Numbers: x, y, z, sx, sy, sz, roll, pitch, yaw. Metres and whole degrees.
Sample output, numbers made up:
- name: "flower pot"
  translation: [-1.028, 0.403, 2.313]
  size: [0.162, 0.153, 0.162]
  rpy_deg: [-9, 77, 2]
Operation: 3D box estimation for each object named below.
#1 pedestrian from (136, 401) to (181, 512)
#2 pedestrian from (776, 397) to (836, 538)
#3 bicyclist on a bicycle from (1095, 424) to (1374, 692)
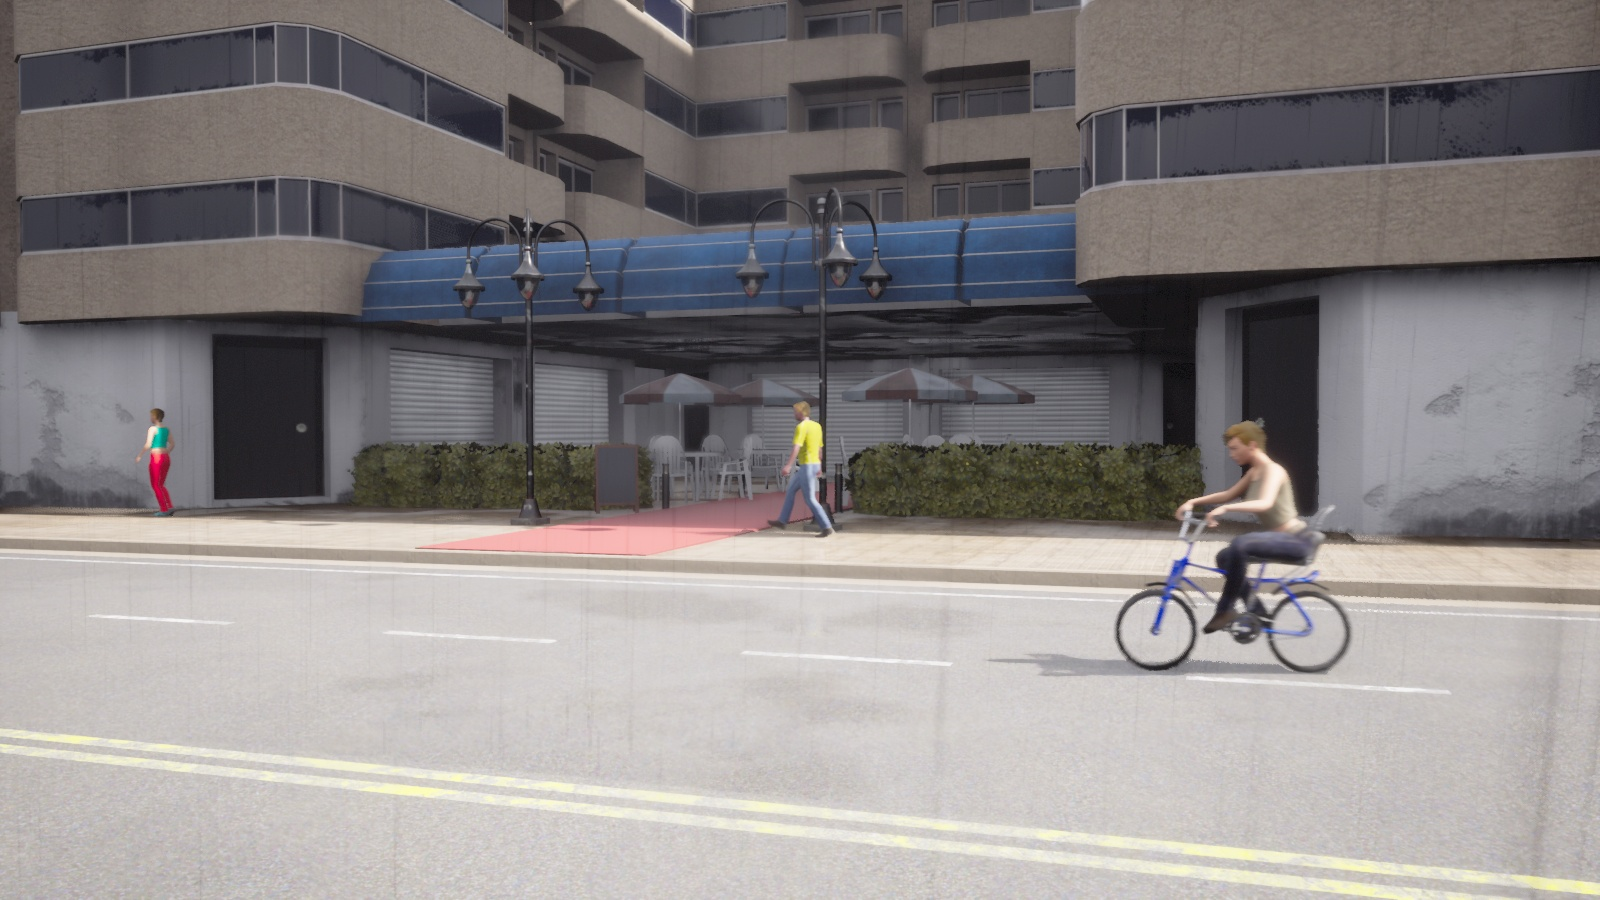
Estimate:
- name: "pedestrian"
  translation: [-10.725, 0.108, 21.008]
  size: [0.594, 1.836, 0.345]
  rpy_deg: [1, 1, 18]
- name: "pedestrian"
  translation: [0.074, 0.219, 16.639]
  size: [0.706, 1.836, 0.354]
  rpy_deg: [1, 1, 25]
- name: "bicyclist on a bicycle"
  translation: [2.729, 0.644, 8.053]
  size: [1.509, 1.612, 0.866]
  rpy_deg: [0, 1, 5]
